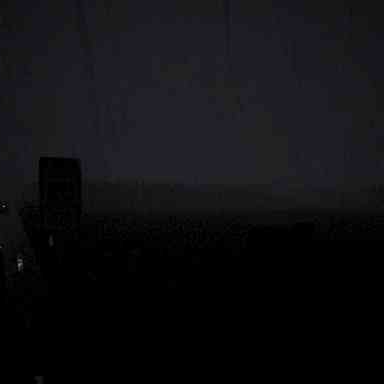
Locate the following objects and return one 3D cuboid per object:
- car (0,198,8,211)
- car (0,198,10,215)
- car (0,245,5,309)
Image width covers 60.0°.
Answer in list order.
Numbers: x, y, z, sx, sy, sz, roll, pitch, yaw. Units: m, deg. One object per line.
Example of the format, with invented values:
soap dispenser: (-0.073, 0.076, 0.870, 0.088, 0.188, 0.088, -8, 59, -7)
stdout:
car: (-24.486, 1.533, 42.382, 1.812, 1.442, 4.674, 0, 0, -29)
car: (-19.471, 1.537, 33.347, 1.812, 1.442, 4.674, 0, 0, -28)
car: (-4.732, 1.567, 6.377, 1.994, 1.385, 4.181, 0, 0, -29)
